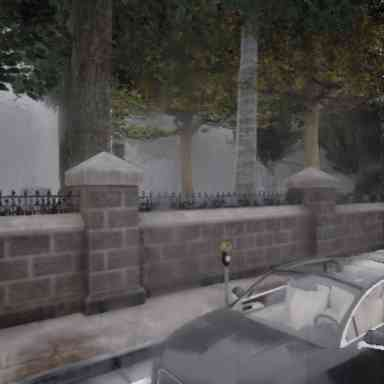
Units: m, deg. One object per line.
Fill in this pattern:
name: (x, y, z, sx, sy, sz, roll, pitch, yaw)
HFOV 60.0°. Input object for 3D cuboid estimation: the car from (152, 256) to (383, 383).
car: (1.637, 1.551, 3.983, 4.403, 1.369, 2.008, 0, 0, -35)
